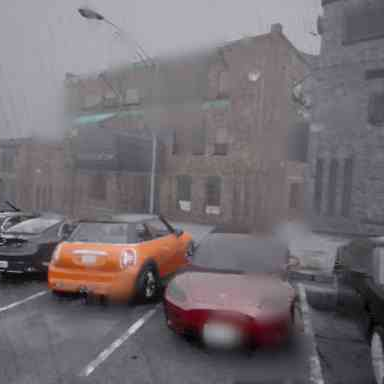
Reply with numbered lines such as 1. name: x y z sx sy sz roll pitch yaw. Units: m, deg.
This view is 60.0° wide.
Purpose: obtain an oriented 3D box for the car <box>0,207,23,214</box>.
1. car: -6.182 1.461 11.822 2.231 1.521 4.892 0 -1 15

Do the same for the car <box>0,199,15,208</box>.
1. car: -8.568 1.223 13.552 2.435 2.045 5.566 0 -1 15

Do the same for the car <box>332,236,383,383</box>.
1. car: 3.396 1.474 5.037 2.097 1.535 5.008 1 0 15

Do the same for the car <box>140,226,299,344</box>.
1. car: 1.000 1.492 6.702 2.163 1.488 4.792 1 0 15

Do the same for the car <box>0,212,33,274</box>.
1. car: -3.784 1.457 10.124 2.231 1.521 4.892 0 -1 15

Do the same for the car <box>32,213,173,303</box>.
1. car: -1.401 1.329 8.404 2.185 1.767 4.553 0 -1 15
